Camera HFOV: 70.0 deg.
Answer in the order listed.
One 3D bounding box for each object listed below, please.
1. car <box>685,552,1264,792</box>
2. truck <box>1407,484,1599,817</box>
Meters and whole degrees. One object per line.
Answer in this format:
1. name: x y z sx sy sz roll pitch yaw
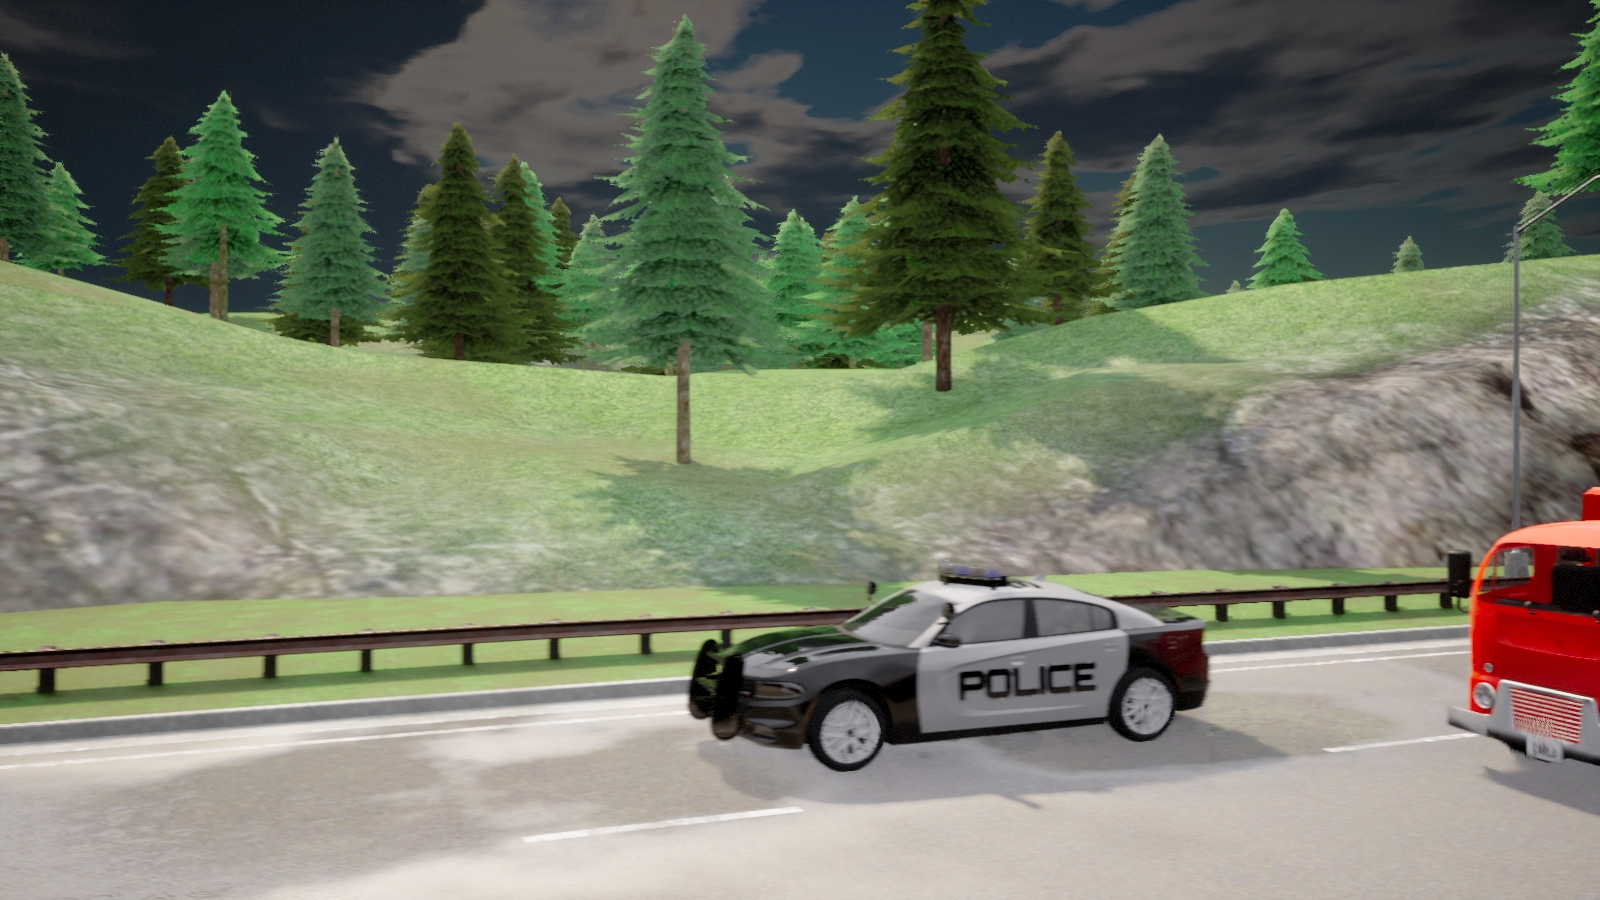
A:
1. car: 1.684 1.980 11.203 5.238 1.638 2.097 0 0 -20
2. truck: 8.398 1.567 9.984 5.204 2.467 2.627 0 0 -19
